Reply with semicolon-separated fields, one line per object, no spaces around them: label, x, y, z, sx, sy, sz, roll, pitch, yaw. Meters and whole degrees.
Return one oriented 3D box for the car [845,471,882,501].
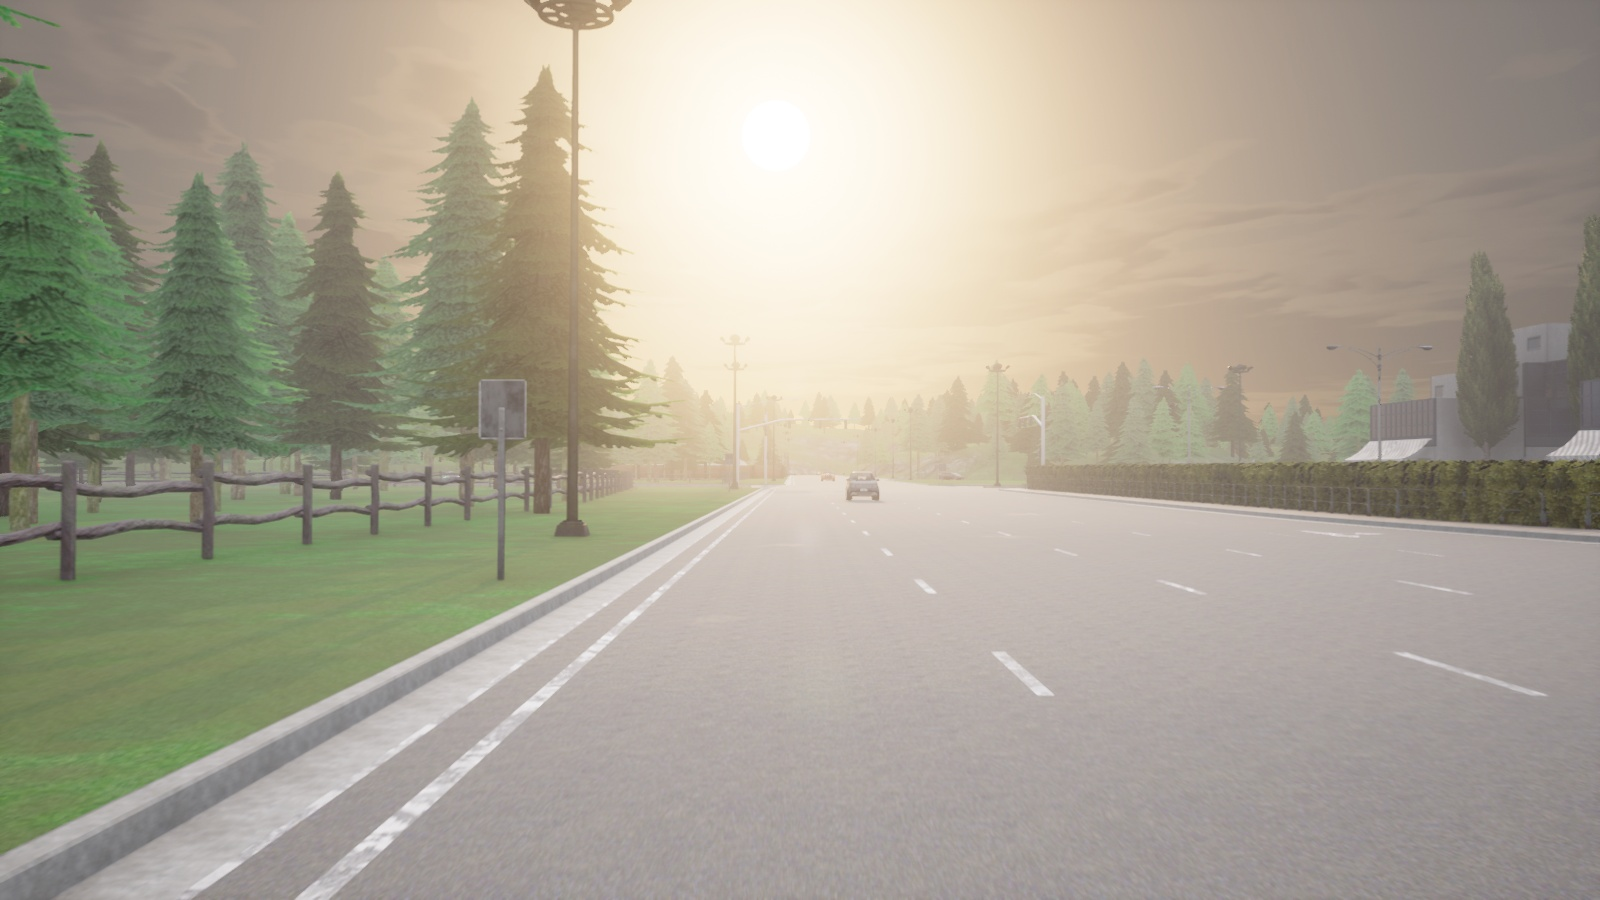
car;3.344;1.900;66.909;1.789;1.549;3.705;0;-1;0
